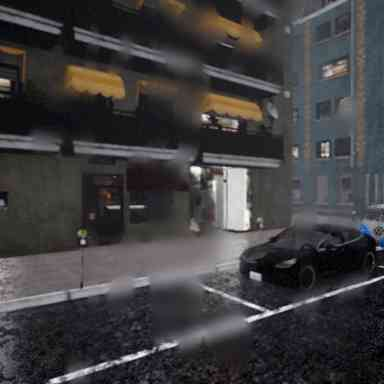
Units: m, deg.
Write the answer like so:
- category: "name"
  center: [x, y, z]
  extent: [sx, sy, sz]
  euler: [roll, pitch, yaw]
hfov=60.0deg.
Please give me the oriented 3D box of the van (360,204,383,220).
- category: "van"
  center: [7.727, 1.298, 12.059]
  extent: [3.998, 1.788, 1.690]
  euler: [0, 1, -35]

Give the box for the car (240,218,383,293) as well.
- category: "car"
  center: [3.229, 1.540, 8.853]
  extent: [4.313, 1.339, 1.947]
  euler: [0, 1, -35]
